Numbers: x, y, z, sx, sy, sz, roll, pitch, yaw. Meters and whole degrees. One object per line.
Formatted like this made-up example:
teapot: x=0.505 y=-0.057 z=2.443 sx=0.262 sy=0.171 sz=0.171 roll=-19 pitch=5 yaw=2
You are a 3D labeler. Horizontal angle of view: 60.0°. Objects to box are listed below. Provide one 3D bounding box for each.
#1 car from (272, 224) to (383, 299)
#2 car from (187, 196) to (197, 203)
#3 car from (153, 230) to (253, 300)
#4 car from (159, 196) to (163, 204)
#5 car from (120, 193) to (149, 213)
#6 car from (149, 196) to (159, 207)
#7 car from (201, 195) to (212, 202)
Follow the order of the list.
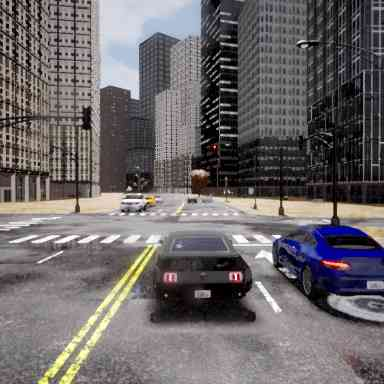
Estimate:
car: x=3.347 y=1.523 z=8.339 sx=1.812 sy=1.442 sz=4.674 roll=0 pitch=0 yaw=1
car: x=0.012 y=1.507 z=68.892 sx=1.895 sy=1.301 sz=4.718 roll=0 pitch=0 yaw=-1
car: x=0.104 y=1.598 z=8.367 sx=1.895 sy=1.301 sz=4.718 roll=0 pitch=0 yaw=-3
car: x=-6.555 y=1.446 z=63.457 sx=1.812 sy=1.442 sz=4.674 roll=0 pitch=0 yaw=0
car: x=-6.570 y=1.192 z=37.694 sx=2.150 sy=2.045 sz=5.566 roll=0 pitch=0 yaw=0
car: x=-6.551 y=1.425 z=50.206 sx=1.882 sy=1.535 sz=5.008 roll=0 pitch=0 yaw=0
car: x=3.170 y=1.425 z=71.480 sx=1.812 sy=1.442 sz=4.674 roll=0 pitch=0 yaw=-2
